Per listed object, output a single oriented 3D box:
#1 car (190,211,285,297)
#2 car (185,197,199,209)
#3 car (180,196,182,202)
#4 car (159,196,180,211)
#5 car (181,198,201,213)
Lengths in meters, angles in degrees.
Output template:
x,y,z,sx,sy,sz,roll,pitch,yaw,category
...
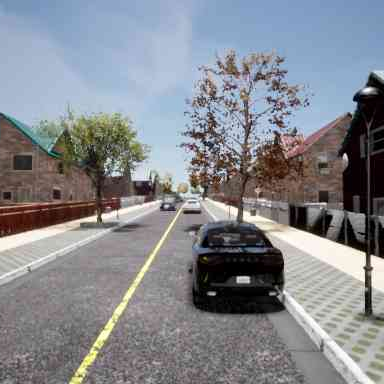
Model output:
x,y,z,sx,sy,sz,roll,pitch,yaw,category
0.951,1.487,8.676,1.882,1.535,5.008,0,0,0,car
-0.018,1.540,47.196,1.882,1.535,5.008,0,0,0,car
-2.858,1.640,70.937,1.812,1.442,4.674,0,0,0,car
-2.910,1.544,40.696,2.128,1.511,4.902,0,0,0,car
0.019,1.573,36.956,1.812,1.442,4.674,0,0,0,car
